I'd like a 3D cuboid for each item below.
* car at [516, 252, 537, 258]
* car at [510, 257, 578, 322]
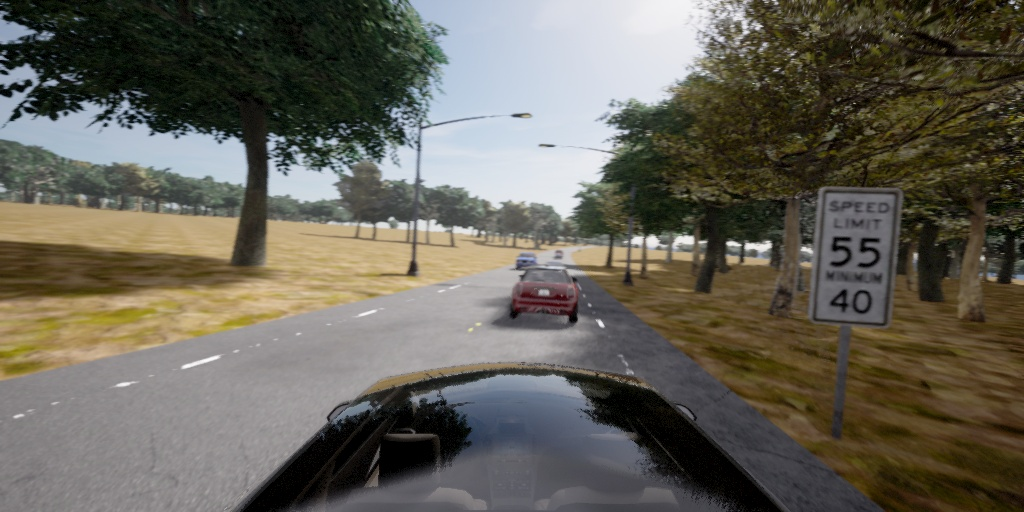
[{"bbox_3d":[1.755,0.578,42.551,2.150,2.045,5.566,3,1,8],"label":"car"},{"bbox_3d":[1.238,1.104,12.750,2.097,1.767,4.553,3,0,8],"label":"car"}]
